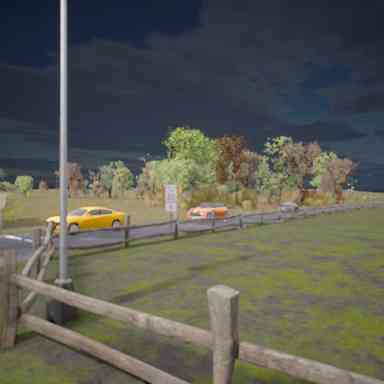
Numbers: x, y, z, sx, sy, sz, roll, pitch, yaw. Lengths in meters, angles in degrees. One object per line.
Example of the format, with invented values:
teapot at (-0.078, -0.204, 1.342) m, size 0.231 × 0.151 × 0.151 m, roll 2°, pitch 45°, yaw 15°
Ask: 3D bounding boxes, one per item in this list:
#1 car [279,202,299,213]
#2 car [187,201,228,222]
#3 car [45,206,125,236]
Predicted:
car at (14.009, 2.202, 48.194) m, size 1.812 × 1.442 × 4.674 m, roll 1°, pitch 0°, yaw 36°
car at (1.517, 1.723, 30.951) m, size 2.097 × 1.767 × 4.553 m, roll 1°, pitch 0°, yaw 36°
car at (-6.287, 1.656, 20.094) m, size 1.882 × 1.535 × 5.008 m, roll 1°, pitch 0°, yaw 36°
